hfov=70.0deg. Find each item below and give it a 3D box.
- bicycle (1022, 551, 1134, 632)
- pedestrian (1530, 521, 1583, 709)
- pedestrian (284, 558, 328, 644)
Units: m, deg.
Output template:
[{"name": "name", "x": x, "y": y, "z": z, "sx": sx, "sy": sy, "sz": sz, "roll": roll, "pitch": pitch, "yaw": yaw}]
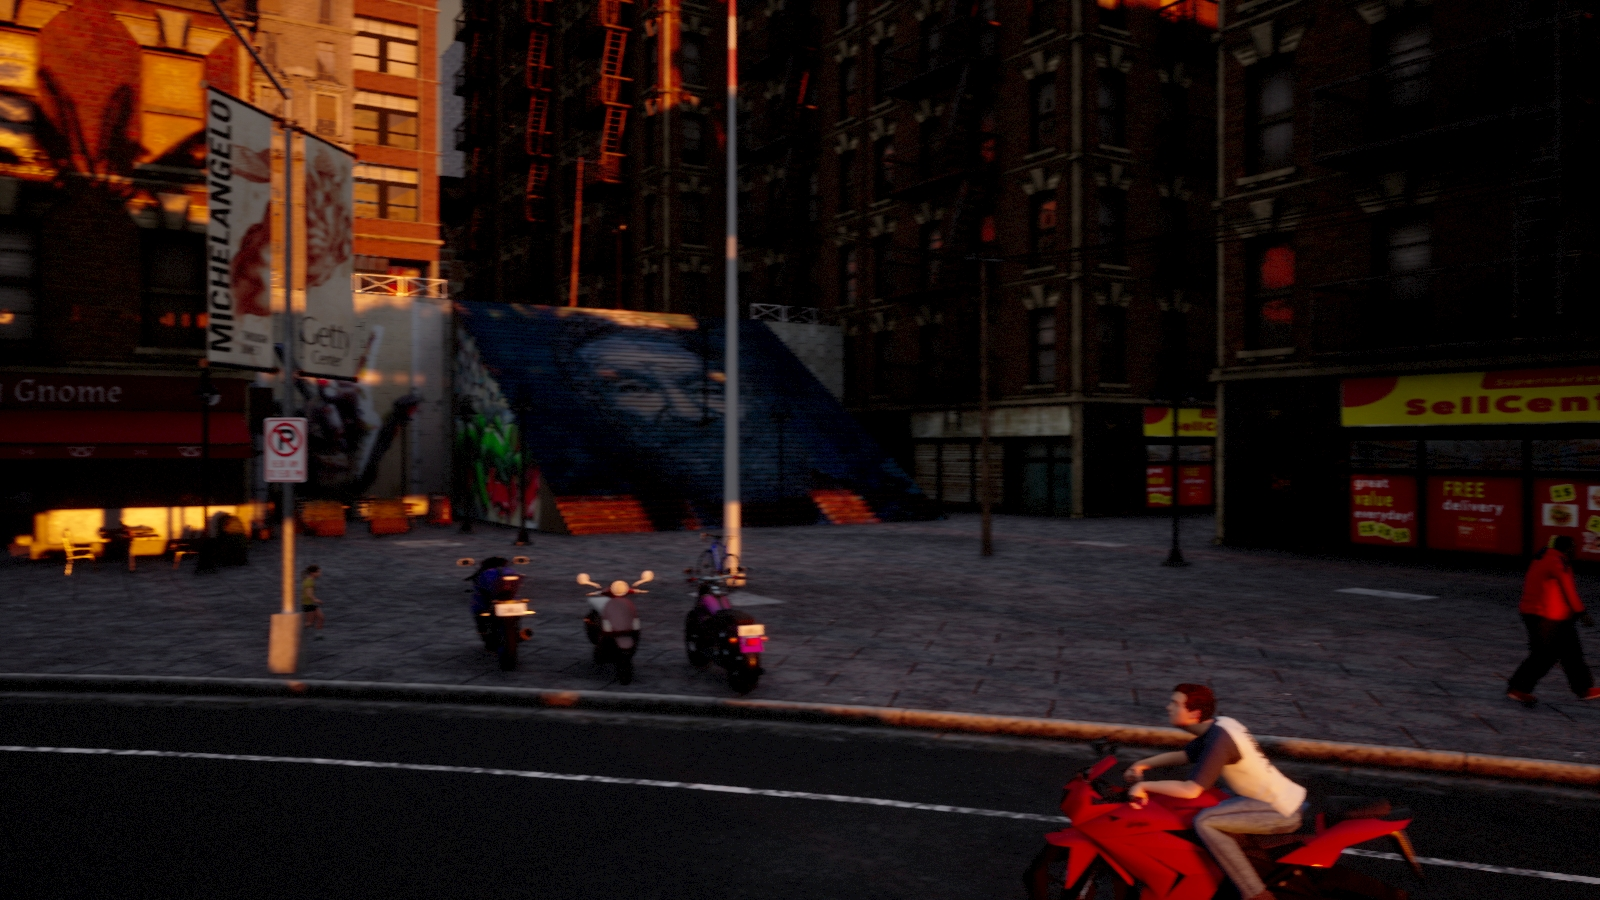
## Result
[{"name": "bicycle", "x": 4.278, "y": 2.178, "z": 17.649, "sx": 1.643, "sy": 1.196, "sz": 0.373, "roll": 0, "pitch": 1, "yaw": 4}, {"name": "pedestrian", "x": 7.774, "y": 1.678, "z": 11.754, "sx": 0.375, "sy": 1.860, "sz": 0.375, "roll": 0, "pitch": 0, "yaw": 20}, {"name": "pedestrian", "x": -6.743, "y": 2.050, "z": 15.622, "sx": 0.500, "sy": 1.100, "sz": 0.500, "roll": 0, "pitch": 0, "yaw": -17}]
